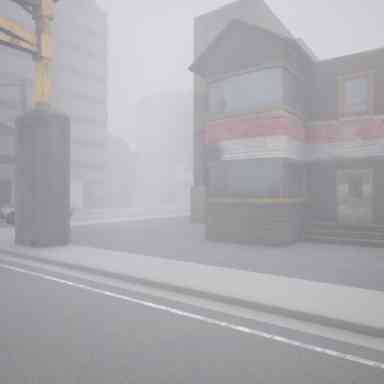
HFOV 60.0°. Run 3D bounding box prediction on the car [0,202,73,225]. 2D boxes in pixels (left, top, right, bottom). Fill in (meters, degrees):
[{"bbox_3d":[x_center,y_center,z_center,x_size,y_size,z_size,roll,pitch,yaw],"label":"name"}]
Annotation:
[{"bbox_3d":[-10.705,1.453,23.515,2.038,1.542,4.974,0,0,16],"label":"car"}]
